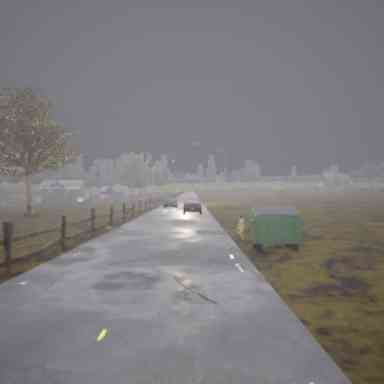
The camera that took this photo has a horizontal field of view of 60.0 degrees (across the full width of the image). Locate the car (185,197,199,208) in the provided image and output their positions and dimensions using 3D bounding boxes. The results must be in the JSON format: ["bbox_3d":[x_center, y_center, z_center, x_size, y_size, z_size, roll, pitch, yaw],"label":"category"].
[{"bbox_3d":[0.038,1.416,47.107,1.812,1.442,4.674,0,0,0],"label":"car"}]

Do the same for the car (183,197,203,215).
[{"bbox_3d":[0.070,1.407,33.430,1.882,1.535,5.008,0,0,0],"label":"car"}]

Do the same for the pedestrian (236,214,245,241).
[{"bbox_3d":[2.266,1.528,14.944,0.375,1.300,0.375,-1,1,-15],"label":"pedestrian"}]

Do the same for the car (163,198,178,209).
[{"bbox_3d":[-2.836,1.446,44.561,2.033,1.411,5.357,0,0,0],"label":"car"}]

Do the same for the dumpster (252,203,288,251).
[{"bbox_3d":[3.136,1.371,13.609,1.020,1.700,1.940,1,1,0],"label":"dumpster"}]
